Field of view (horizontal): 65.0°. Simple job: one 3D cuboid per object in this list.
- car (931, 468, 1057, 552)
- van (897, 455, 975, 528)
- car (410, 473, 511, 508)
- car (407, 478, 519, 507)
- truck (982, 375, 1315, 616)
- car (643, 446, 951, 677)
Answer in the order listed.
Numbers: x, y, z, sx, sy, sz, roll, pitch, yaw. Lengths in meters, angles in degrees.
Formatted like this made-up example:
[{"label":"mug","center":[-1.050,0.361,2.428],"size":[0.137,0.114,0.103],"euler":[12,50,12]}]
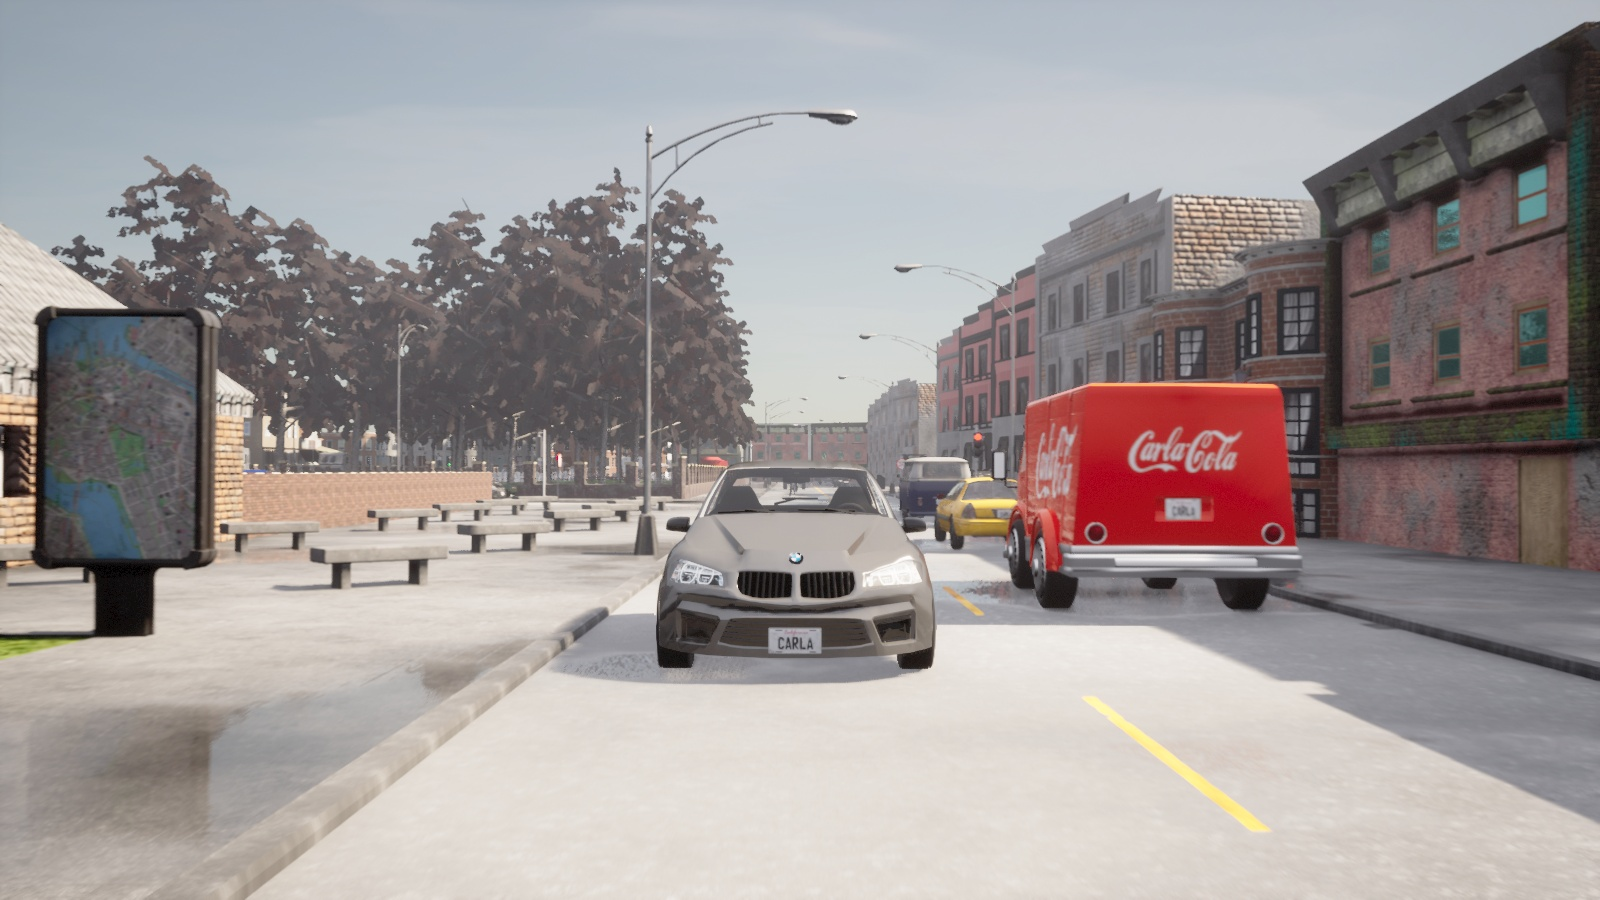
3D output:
[{"label":"car","center":[3.934,1.179,26.366],"size":[1.801,1.575,5.366],"euler":[0,-1,0]},{"label":"van","center":[3.891,1.165,36.625],"size":[1.775,1.987,4.442],"euler":[0,-1,0]},{"label":"car","center":[-14.628,1.747,54.264],"size":[3.806,1.475,1.970],"euler":[0,-1,2]},{"label":"car","center":[-15.581,1.953,58.302],"size":[4.718,1.301,1.895],"euler":[0,-1,-2]},{"label":"truck","center":[3.960,0.557,15.517],"size":[2.627,2.467,5.204],"euler":[0,-2,0]},{"label":"car","center":[-0.029,0.851,11.451],"size":[2.242,1.667,4.611],"euler":[0,-1,0]}]
